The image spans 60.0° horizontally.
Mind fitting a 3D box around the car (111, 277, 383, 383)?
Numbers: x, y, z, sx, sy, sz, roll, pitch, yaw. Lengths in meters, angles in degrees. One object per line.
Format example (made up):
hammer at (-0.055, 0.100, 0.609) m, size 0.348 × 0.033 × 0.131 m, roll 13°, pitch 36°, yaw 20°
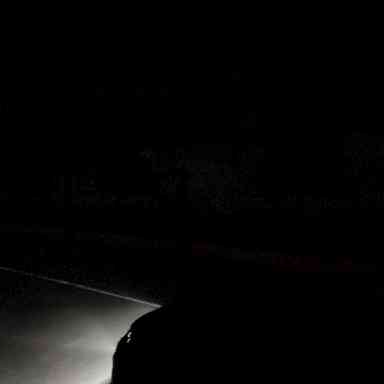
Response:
car at (1.215, 1.559, 3.087) m, size 4.181 × 1.385 × 1.994 m, roll 0°, pitch 0°, yaw 35°
